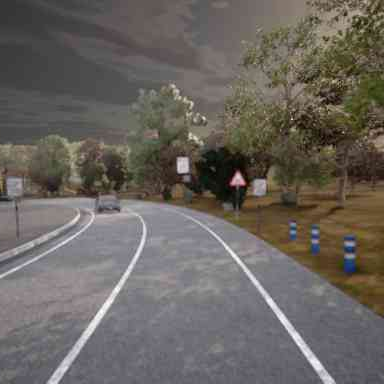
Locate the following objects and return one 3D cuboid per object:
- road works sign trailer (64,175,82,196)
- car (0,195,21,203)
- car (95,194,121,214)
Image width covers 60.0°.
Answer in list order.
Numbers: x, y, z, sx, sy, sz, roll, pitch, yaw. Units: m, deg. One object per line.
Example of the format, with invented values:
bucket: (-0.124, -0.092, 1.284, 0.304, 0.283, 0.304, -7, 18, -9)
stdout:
road works sign trailer: (-23.381, -1.446, 65.786, 2.380, 3.560, 2.880, 20, 2, -13)
car: (-33.659, 1.251, 61.055, 5.357, 1.411, 2.033, -2, 4, 33)
car: (-7.398, 1.001, 29.094, 1.837, 1.490, 4.892, -2, 2, -21)
